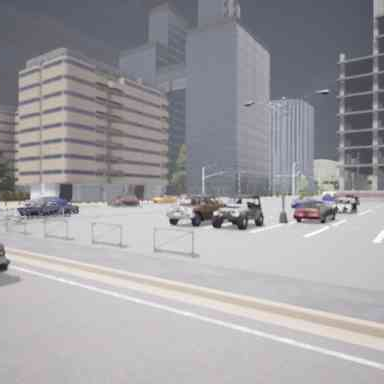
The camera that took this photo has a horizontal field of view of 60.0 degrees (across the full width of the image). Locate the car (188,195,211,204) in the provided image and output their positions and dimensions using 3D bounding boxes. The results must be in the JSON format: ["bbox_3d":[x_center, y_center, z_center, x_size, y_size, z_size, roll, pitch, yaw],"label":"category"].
[{"bbox_3d":[1.456,1.391,60.417,1.837,1.490,4.892,0,0,34],"label":"car"}]

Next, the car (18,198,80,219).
[{"bbox_3d":[-11.905,1.480,28.143,1.895,1.301,4.718,0,0,36],"label":"car"}]

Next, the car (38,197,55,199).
[{"bbox_3d":[-17.216,1.307,39.050,1.882,1.535,5.008,0,0,34],"label":"car"}]

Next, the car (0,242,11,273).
[{"bbox_3d":[-6.944,1.497,8.864,5.357,1.411,2.033,0,0,35],"label":"car"}]

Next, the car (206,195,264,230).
[{"bbox_3d":[2.792,1.115,19.436,1.905,1.878,3.866,0,0,34],"label":"car"}]

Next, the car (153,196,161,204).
[{"bbox_3d":[-4.717,1.305,57.595,1.882,1.535,5.008,0,0,34],"label":"car"}]

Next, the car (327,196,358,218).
[{"bbox_3d":[14.816,1.365,32.391,1.970,1.475,3.806,0,0,34],"label":"car"}]

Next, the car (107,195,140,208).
[{"bbox_3d":[-9.196,1.197,44.712,2.097,1.767,4.553,0,0,34],"label":"car"}]

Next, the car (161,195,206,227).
[{"bbox_3d":[0.425,1.099,21.102,1.932,1.855,4.605,0,0,34],"label":"car"}]
